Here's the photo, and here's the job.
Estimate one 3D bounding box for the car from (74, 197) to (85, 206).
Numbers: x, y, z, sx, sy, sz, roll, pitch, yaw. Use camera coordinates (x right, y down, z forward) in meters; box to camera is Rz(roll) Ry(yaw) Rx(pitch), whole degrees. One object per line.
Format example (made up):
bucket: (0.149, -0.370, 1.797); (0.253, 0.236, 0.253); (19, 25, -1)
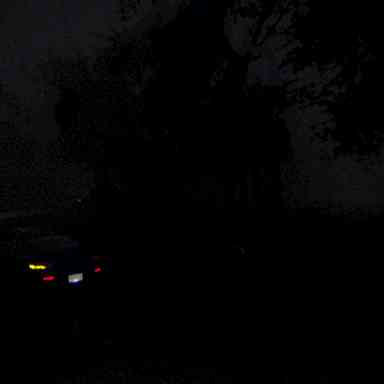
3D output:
car: (-21.182, 1.767, 63.434); (2.128, 1.511, 4.902); (-2, 1, -6)

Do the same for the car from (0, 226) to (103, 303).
car: (-3.969, 1.587, 8.441); (1.812, 1.442, 4.674); (0, 0, -44)
